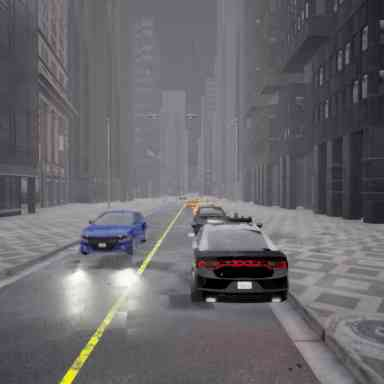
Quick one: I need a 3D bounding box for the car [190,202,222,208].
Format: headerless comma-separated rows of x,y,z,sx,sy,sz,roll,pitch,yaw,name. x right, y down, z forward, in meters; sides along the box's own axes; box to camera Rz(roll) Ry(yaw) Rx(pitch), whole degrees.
0.966,1.514,18.280,1.837,1.490,4.892,0,0,0,car

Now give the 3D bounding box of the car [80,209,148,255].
-2.952,1.481,13.464,1.882,1.535,5.008,0,0,0,car

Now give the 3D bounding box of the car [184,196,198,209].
0.200,1.529,47.048,1.882,1.535,5.008,0,0,1,car

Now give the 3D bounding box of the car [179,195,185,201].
-2.646,1.629,94.864,1.882,1.535,5.008,0,0,0,car

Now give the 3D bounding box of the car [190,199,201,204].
0.989,1.495,24.281,1.882,1.535,5.008,0,0,0,car

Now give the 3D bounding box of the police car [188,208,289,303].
0.929,1.426,8.389,1.930,1.638,5.238,0,0,0,police car
